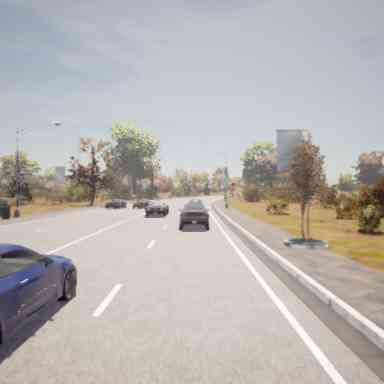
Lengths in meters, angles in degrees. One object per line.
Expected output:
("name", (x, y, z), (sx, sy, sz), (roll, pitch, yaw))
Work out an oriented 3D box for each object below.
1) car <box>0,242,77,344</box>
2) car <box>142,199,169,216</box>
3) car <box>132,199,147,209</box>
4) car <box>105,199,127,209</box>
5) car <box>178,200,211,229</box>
("car", (-3.399, 1.523, 5.296), (1.812, 1.442, 4.674), (0, 0, 0))
("car", (-3.243, 1.586, 31.968), (1.895, 1.301, 4.718), (0, 0, 1))
("car", (-6.598, 1.580, 44.051), (1.895, 1.301, 4.718), (0, 0, 2))
("car", (-10.090, 1.580, 44.294), (1.895, 1.301, 4.718), (0, 0, 2))
("car", (0.148, 1.497, 21.758), (1.837, 1.490, 4.892), (0, 1, 0))
